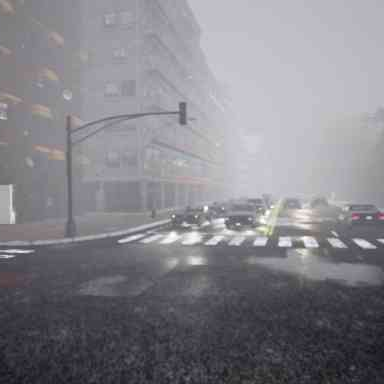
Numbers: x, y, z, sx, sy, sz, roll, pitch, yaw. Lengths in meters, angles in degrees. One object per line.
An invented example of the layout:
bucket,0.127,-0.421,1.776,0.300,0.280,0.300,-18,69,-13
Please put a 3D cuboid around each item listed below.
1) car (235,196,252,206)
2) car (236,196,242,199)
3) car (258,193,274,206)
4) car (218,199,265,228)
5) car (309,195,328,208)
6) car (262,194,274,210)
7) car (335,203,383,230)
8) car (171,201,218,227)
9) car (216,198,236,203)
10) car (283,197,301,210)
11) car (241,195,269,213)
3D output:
car,7.659,1.326,49.241,1.994,1.385,4.181,-1,0,15
car,5.045,1.424,39.743,1.895,1.301,4.718,-1,0,16
car,11.017,1.062,49.209,2.097,1.767,4.553,-1,0,15
car,3.340,1.437,21.591,2.033,1.411,5.357,-1,0,15
car,15.638,1.145,41.104,2.128,1.511,4.902,-1,0,15
car,8.321,1.336,39.423,1.994,1.385,4.181,-1,0,15
car,9.660,1.343,19.326,2.033,1.411,5.357,-1,0,15
car,0.141,1.539,22.206,1.895,1.301,4.718,-1,0,15
car,2.588,1.481,31.036,1.895,1.301,4.718,-1,0,16
car,11.659,1.285,38.883,1.994,1.385,4.181,-1,0,15
car,5.896,1.333,30.844,1.837,1.490,4.892,-1,0,15
